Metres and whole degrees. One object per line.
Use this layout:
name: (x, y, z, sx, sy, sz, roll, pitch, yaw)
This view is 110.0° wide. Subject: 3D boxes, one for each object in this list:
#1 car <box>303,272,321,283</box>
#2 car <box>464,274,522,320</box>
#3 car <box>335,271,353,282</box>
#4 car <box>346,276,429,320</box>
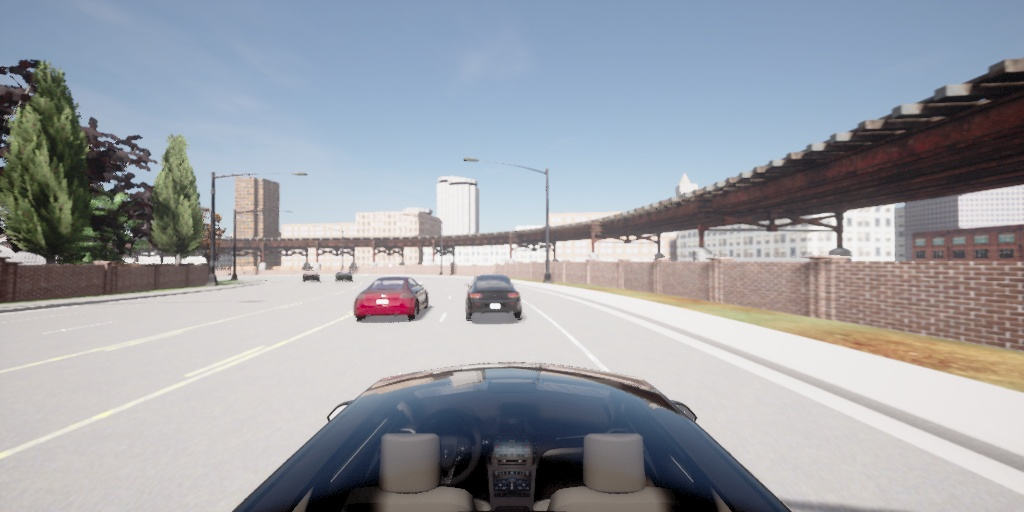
car: (-24.546, 2.559, 43.963, 1.895, 1.301, 4.718, 0, -2, -29)
car: (-0.751, 1.384, 13.051, 1.812, 1.442, 4.674, 0, -1, -6)
car: (-20.133, 2.467, 43.045, 1.895, 1.301, 4.718, 0, -2, -27)
car: (-4.286, 1.441, 13.252, 1.994, 1.385, 4.181, 0, -1, -6)
